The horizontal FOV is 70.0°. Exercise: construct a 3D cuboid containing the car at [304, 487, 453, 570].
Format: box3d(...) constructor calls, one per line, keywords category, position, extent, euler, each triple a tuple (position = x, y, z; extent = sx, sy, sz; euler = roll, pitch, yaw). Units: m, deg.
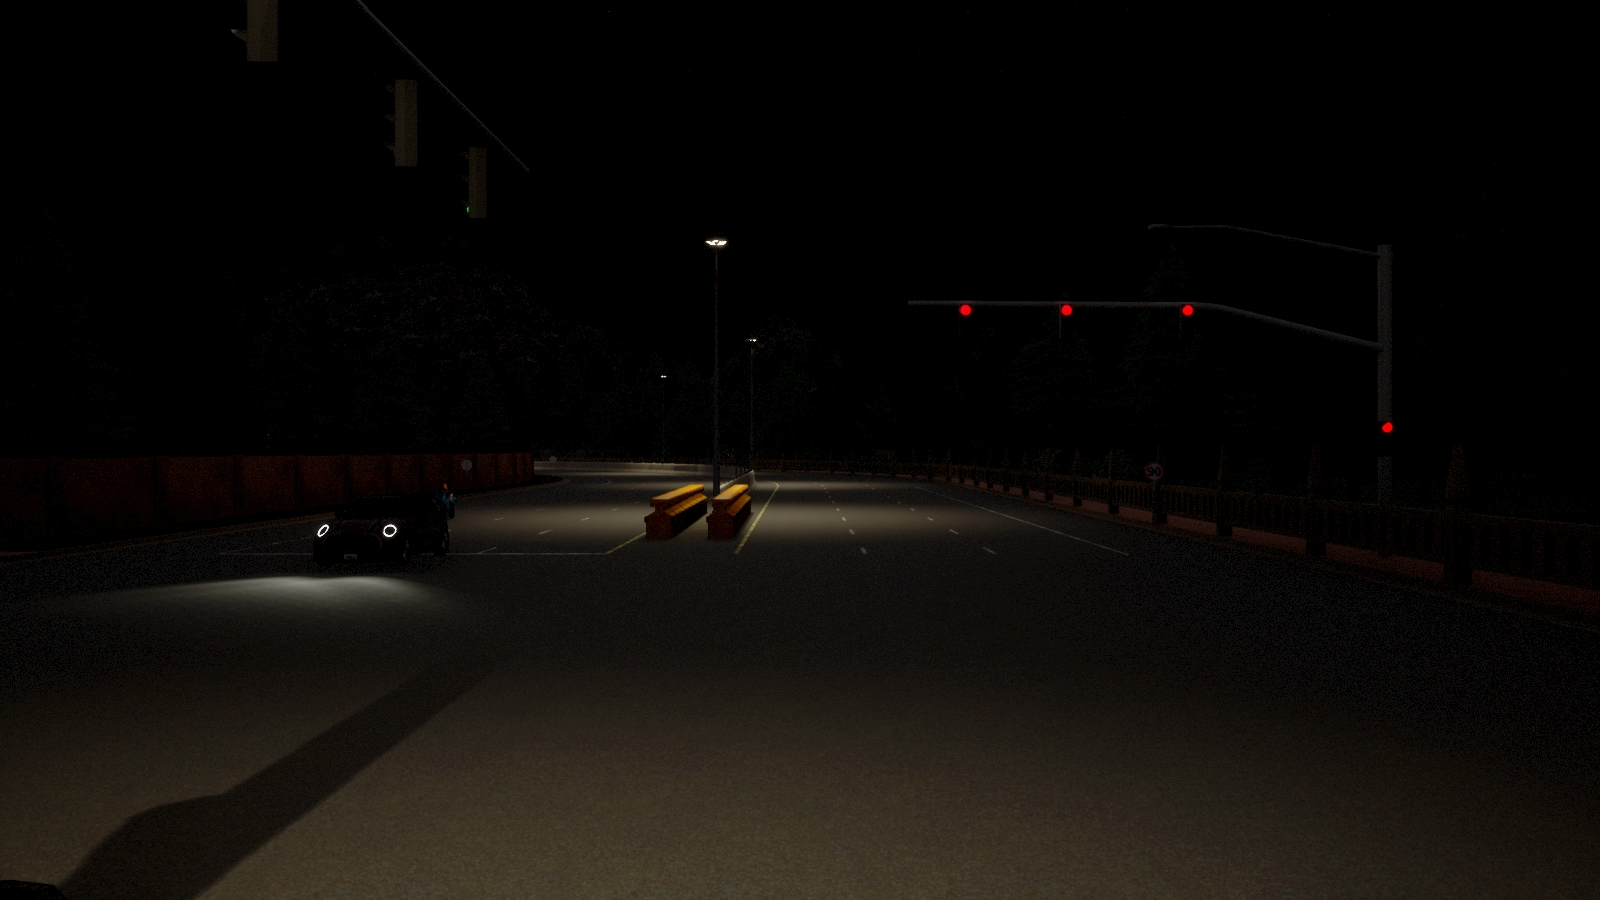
box3d(category="car", position=(-10.504, 1.906, 28.861), extent=(2.097, 1.767, 4.553), euler=(0, 0, 0))
